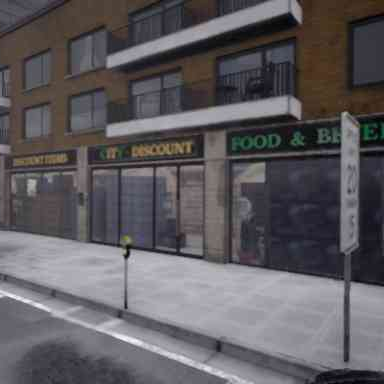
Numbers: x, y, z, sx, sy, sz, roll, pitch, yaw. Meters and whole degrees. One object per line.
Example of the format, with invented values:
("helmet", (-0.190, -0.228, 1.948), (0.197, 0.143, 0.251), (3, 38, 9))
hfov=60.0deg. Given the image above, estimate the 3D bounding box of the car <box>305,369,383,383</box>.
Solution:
("car", (2.283, 1.576, 1.184), (4.313, 1.339, 1.947), (1, 0, 35))
